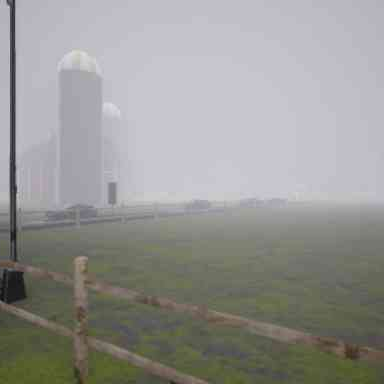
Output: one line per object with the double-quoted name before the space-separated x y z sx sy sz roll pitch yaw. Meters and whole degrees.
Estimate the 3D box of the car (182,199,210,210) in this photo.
"car" 0.554 1.539 41.760 1.994 1.385 4.181 0 0 36

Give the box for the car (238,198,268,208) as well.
"car" 8.637 1.526 48.085 2.033 1.411 5.357 0 0 36

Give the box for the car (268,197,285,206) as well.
"car" 14.174 1.534 55.901 1.994 1.385 4.181 0 0 36

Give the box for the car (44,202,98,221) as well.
"car" -9.852 1.558 27.243 1.994 1.385 4.181 0 0 36
